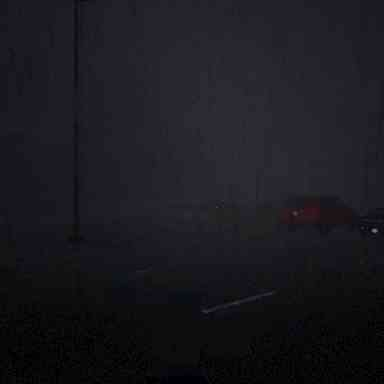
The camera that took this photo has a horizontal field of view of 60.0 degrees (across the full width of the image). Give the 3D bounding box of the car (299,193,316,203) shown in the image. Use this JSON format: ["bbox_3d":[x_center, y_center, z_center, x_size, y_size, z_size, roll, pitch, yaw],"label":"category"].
[{"bbox_3d":[24.796,1.234,71.246,2.150,2.045,5.566,0,0,33],"label":"car"}]

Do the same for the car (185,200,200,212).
[{"bbox_3d":[1.992,1.511,37.843,5.008,1.535,1.882,0,0,-44],"label":"car"}]

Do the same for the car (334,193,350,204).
[{"bbox_3d":[30.134,1.265,66.570,2.150,2.045,5.566,0,0,33],"label":"car"}]

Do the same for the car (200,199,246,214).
[{"bbox_3d":[3.451,1.631,34.374,4.718,1.301,1.895,0,0,-44],"label":"car"}]

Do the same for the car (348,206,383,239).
[{"bbox_3d":[9.989,1.504,16.437,4.902,1.511,2.128,0,0,-41],"label":"car"}]

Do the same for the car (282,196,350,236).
[{"bbox_3d":[7.333,1.237,18.749,5.566,2.045,2.150,0,0,-41],"label":"car"}]

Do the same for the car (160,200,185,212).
[{"bbox_3d":[-1.500,1.636,39.316,4.718,1.301,1.895,0,0,-44],"label":"car"}]

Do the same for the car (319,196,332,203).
[{"bbox_3d":[28.029,1.514,69.818,1.812,1.442,4.674,0,0,33],"label":"car"}]
